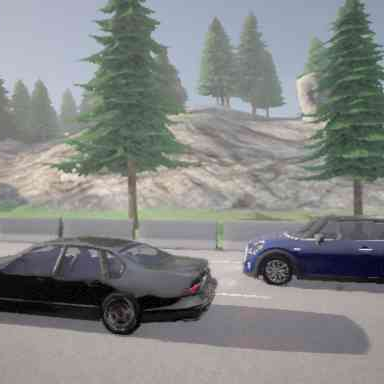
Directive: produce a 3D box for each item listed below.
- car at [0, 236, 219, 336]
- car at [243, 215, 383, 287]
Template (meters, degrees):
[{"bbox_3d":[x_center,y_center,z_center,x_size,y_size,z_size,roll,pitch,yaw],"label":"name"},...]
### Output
[{"bbox_3d":[-2.218,1.585,6.417,5.357,1.411,2.033,0,0,14],"label":"car"},{"bbox_3d":[3.630,1.376,8.594,4.553,1.767,2.097,0,0,14],"label":"car"}]
